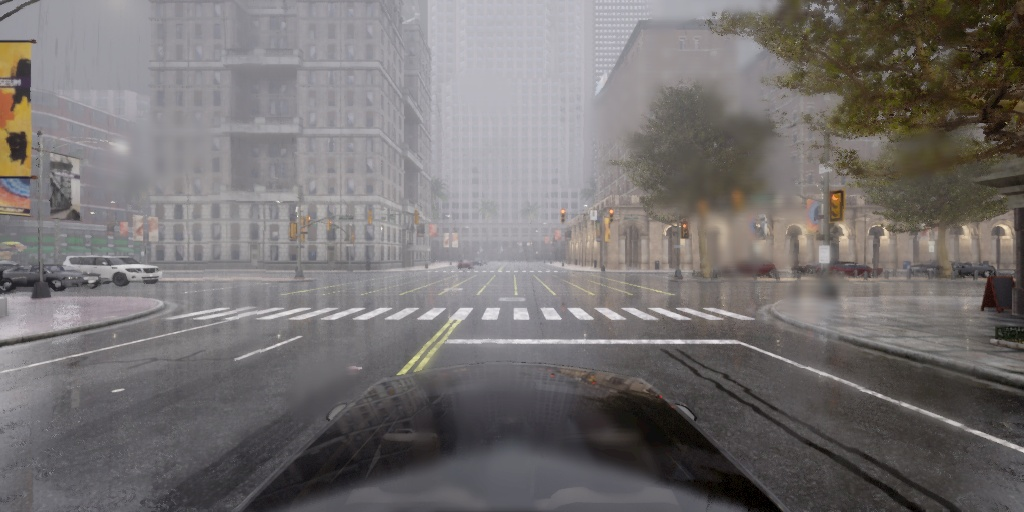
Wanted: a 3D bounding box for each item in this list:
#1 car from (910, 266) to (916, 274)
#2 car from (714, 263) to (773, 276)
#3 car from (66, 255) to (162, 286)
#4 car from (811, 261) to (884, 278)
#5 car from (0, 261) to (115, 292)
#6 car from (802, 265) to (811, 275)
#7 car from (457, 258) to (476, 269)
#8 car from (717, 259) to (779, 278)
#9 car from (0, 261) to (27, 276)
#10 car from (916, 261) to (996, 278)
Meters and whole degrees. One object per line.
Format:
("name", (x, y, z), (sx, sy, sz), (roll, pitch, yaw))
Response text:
("car", (42.800, 1.241, 35.834), (4.902, 1.511, 2.128), (0, 0, 1))
("car", (23.159, 1.351, 35.951), (4.718, 1.301, 1.895), (0, 0, 0))
("car", (-27.379, 0.971, 24.541), (5.566, 2.045, 2.150), (0, 0, 2))
("car", (30.385, 1.351, 32.413), (4.718, 1.301, 1.895), (0, 0, 0))
("car", (-27.059, 1.242, 21.024), (4.902, 1.511, 2.128), (0, 0, 0))
("car", (32.483, 1.255, 35.901), (4.892, 1.490, 1.837), (0, 0, 0))
("car", (-7.111, 1.228, 54.671), (1.882, 1.535, 5.008), (0, 0, 0))
("car", (21.397, 1.102, 32.460), (4.553, 1.767, 2.097), (0, 0, 0))
("car", (-52.533, 1.255, 36.915), (4.892, 1.490, 1.837), (0, 0, 20))
("car", (40.372, 1.241, 32.352), (4.902, 1.511, 2.128), (0, 0, 1))
